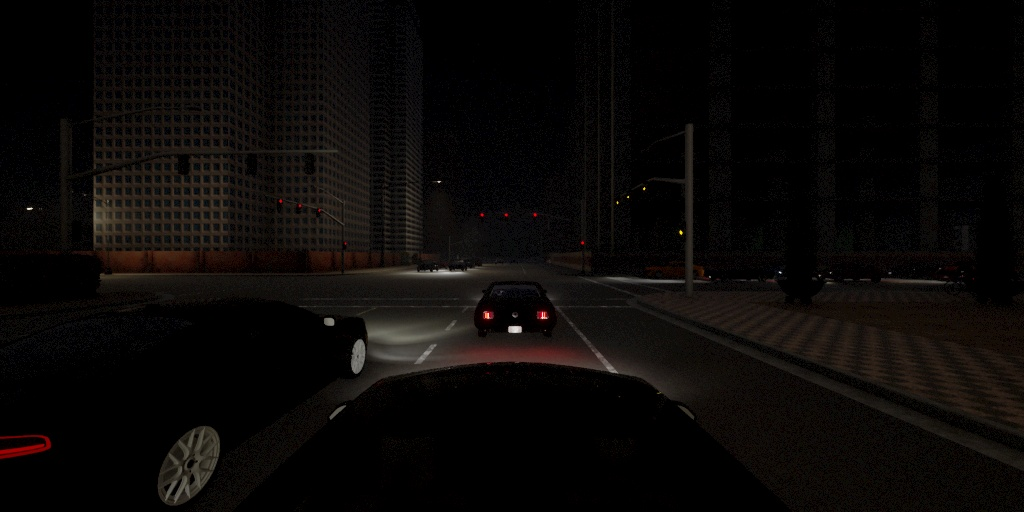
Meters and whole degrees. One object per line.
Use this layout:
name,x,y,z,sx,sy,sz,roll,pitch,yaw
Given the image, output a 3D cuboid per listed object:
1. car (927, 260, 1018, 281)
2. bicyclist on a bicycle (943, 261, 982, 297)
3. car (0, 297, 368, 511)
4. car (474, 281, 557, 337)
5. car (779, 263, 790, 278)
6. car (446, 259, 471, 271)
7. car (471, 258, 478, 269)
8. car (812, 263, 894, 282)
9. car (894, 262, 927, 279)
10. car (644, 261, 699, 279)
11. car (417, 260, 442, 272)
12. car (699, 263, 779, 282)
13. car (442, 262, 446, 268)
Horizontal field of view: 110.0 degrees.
car,36.507,1.102,28.297,4.553,1.767,2.097,0,0,1
bicyclist on a bicycle,20.758,1.051,16.429,0.582,1.620,1.656,0,0,0
car,-3.452,1.228,4.278,1.882,1.535,5.008,0,0,1
car,0.074,1.351,10.227,1.895,1.301,4.718,0,0,0
car,24.149,1.297,31.890,5.357,1.411,2.033,0,0,0
car,-7.223,1.351,48.465,1.895,1.301,4.718,0,0,1
car,-7.075,1.255,57.681,1.837,1.490,4.892,0,0,1
car,26.691,1.276,28.364,4.674,1.442,1.812,0,0,0
car,36.003,1.240,31.802,4.902,1.511,2.128,0,0,0
car,14.338,1.228,31.954,5.008,1.535,1.882,0,0,0
car,-10.755,1.228,46.115,1.882,1.535,5.008,0,0,1
car,17.909,1.351,28.430,4.718,1.301,1.895,0,0,0
car,-10.618,1.351,55.457,1.895,1.301,4.718,0,0,1
